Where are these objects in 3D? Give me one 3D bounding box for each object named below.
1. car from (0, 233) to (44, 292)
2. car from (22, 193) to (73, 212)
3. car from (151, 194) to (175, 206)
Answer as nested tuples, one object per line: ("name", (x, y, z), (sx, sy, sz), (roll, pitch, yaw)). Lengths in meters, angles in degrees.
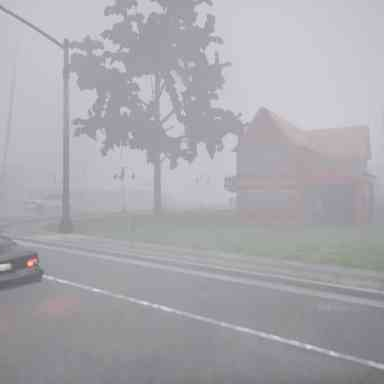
("car", (-5.760, 1.536, 8.040), (5.357, 1.411, 2.033), (0, 0, 36))
("car", (-16.392, 1.172, 38.033), (2.150, 2.045, 5.566), (0, 1, 33))
("car", (-4.778, 1.306, 55.210), (2.097, 1.767, 4.553), (0, 0, 34))
